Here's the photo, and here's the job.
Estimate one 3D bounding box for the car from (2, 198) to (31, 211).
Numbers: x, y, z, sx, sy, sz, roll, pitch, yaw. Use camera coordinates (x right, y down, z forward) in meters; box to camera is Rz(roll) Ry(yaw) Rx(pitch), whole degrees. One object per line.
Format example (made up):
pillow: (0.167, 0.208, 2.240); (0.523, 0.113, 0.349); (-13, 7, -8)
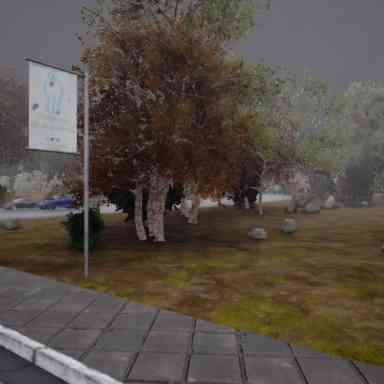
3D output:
car: (-20.839, 1.498, 41.178); (1.837, 1.490, 4.892); (0, 0, 38)

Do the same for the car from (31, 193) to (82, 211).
car: (-16.302, 1.207, 41.256); (2.150, 2.045, 5.566); (0, 0, 39)
